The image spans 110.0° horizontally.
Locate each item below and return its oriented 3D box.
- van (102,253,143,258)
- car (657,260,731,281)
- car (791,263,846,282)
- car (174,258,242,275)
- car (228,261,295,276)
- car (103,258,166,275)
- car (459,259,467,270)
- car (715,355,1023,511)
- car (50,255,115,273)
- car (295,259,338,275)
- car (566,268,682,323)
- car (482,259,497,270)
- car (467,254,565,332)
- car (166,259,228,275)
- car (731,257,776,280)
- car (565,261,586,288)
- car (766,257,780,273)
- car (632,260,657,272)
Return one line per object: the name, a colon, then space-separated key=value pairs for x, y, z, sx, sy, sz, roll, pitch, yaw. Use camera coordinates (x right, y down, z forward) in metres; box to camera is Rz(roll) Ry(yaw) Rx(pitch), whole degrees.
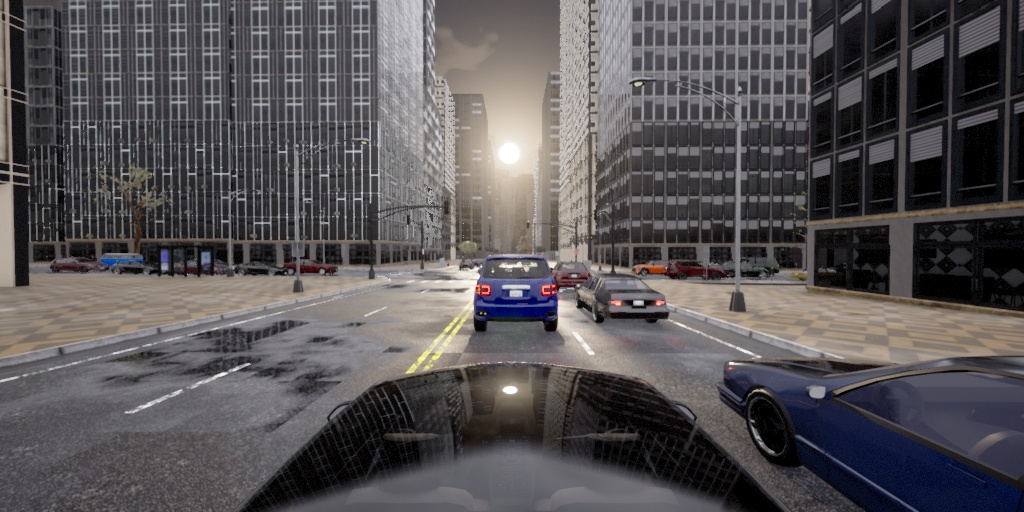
van: x=-45.288 y=0.592 z=41.571 sx=3.998 sy=1.789 sz=1.690 roll=0 pitch=0 yaw=1
car: x=16.192 y=1.259 z=32.076 sx=5.009 sy=1.841 sz=2.192 roll=0 pitch=0 yaw=1
car: x=27.641 y=1.569 z=31.879 sx=4.829 sy=1.417 sz=1.751 roll=0 pitch=0 yaw=1
car: x=-29.977 y=0.978 z=35.460 sx=4.902 sy=1.511 sz=2.128 roll=1 pitch=1 yaw=1
car: x=-22.732 y=1.164 z=32.604 sx=4.313 sy=1.339 sz=1.948 roll=0 pitch=0 yaw=1
car: x=-34.097 y=1.059 z=32.910 sx=4.313 sy=1.339 sz=1.948 roll=0 pitch=0 yaw=1
car: x=-6.602 y=1.204 z=52.480 sx=1.837 sy=1.490 sz=4.892 roll=0 pitch=0 yaw=-1
car: x=3.350 y=1.297 z=1.837 sx=2.033 sy=1.411 sz=5.357 roll=0 pitch=0 yaw=1
car: x=-43.109 y=0.894 z=35.742 sx=4.674 sy=1.442 sz=1.812 roll=1 pitch=1 yaw=1
car: x=-19.767 y=1.058 z=35.251 sx=5.008 sy=1.535 sz=1.882 roll=1 pitch=1 yaw=0
car: x=3.350 y=1.290 z=12.017 sx=2.033 sy=1.411 sz=5.357 roll=0 pitch=0 yaw=0
car: x=-3.336 y=1.176 z=53.372 sx=1.882 sy=1.535 sz=5.008 roll=0 pitch=0 yaw=0
car: x=0.097 y=0.965 z=11.013 sx=2.150 sy=2.045 sz=5.566 roll=0 pitch=0 yaw=0
car: x=-28.416 y=1.128 z=32.737 sx=4.207 sy=1.307 sz=1.802 roll=0 pitch=0 yaw=1
car: x=22.085 y=1.305 z=34.549 sx=4.553 sy=1.767 sz=2.097 roll=1 pitch=1 yaw=1
car: x=3.349 y=1.086 z=21.424 sx=2.097 sy=1.767 sz=4.553 roll=0 pitch=0 yaw=0
car: x=24.888 y=1.147 z=37.700 sx=5.566 sy=2.045 sz=2.150 roll=1 pitch=1 yaw=1
car: x=15.036 y=1.191 z=37.849 sx=4.553 sy=1.767 sz=2.097 roll=0 pitch=1 yaw=0
